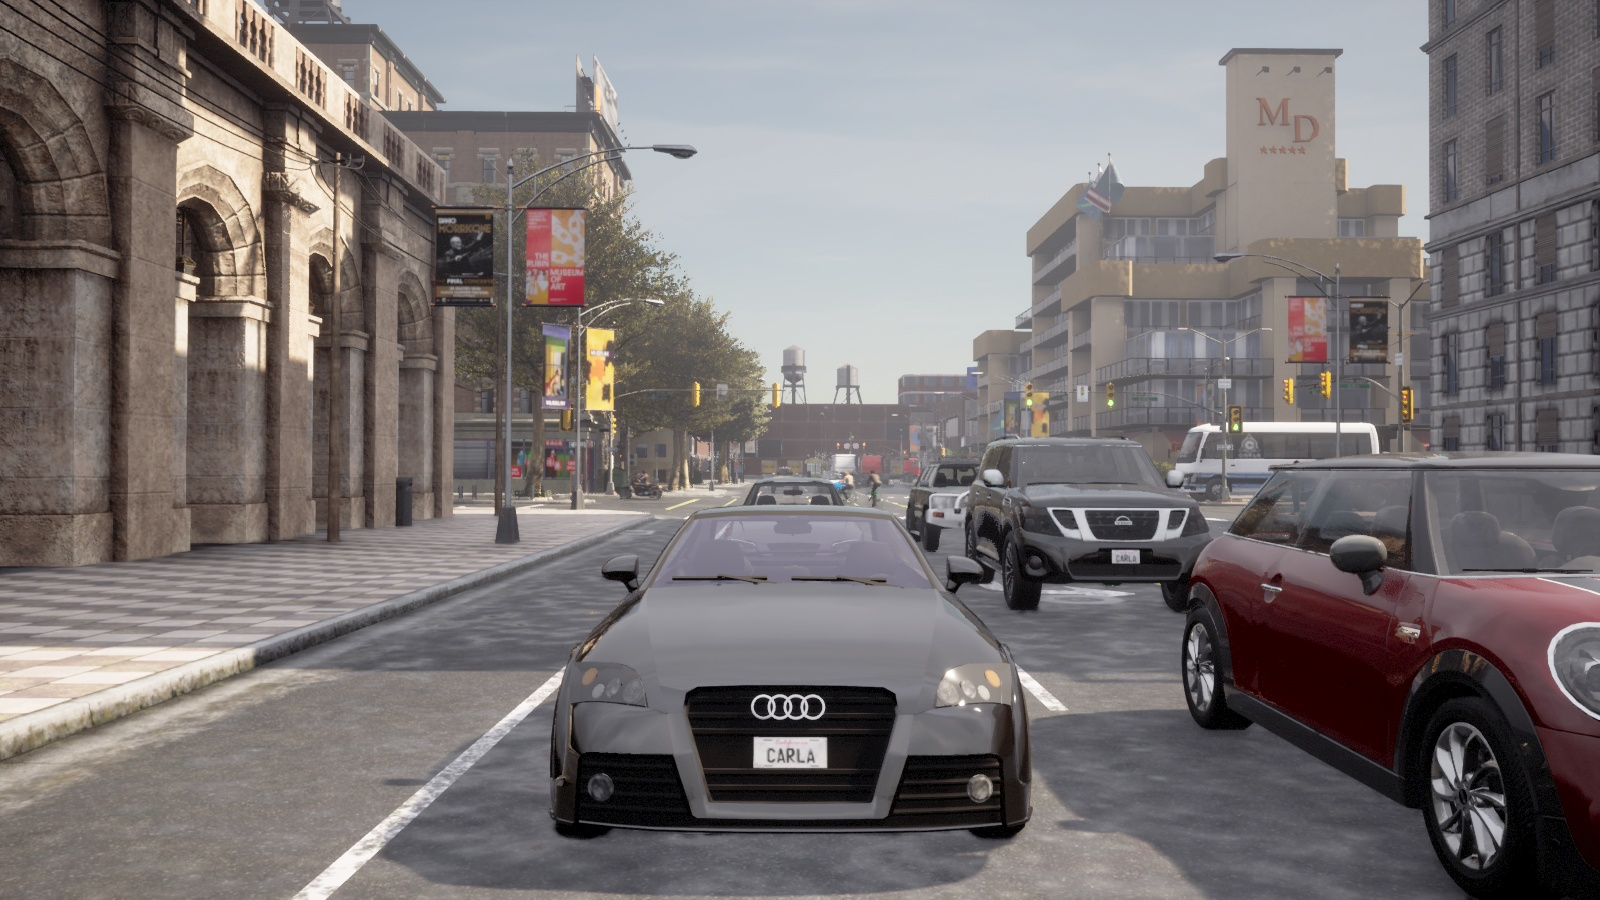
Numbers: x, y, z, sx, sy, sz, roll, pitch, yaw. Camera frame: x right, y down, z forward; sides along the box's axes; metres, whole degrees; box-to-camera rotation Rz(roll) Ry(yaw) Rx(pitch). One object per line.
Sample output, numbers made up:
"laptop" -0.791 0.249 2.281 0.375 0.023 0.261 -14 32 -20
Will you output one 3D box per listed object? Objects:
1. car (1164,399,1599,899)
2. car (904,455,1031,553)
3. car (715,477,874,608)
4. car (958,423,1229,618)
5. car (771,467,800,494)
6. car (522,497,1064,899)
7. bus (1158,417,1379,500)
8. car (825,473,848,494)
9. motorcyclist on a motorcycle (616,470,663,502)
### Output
"car" 3.469 0.760 5.993 2.097 1.767 4.553 0 -1 0
"car" 3.360 1.054 26.087 1.932 1.855 4.605 0 -1 -1
"car" -0.072 1.105 16.502 1.816 1.474 4.193 0 -1 0
"car" 3.434 0.788 15.993 2.150 2.045 5.566 0 -1 0
"car" -1.039 2.117 88.457 1.932 1.855 4.605 0 -1 -1
"car" -0.032 0.991 6.719 1.994 1.385 4.181 0 -1 0
"bus" 24.795 0.460 66.964 10.273 4.253 3.944 0 -1 -1
"car" 2.497 2.302 86.116 1.481 1.376 2.207 0 -1 -1
"motorcyclist on a motorcycle" -8.506 1.913 66.498 2.350 1.649 0.766 -1 0 7
